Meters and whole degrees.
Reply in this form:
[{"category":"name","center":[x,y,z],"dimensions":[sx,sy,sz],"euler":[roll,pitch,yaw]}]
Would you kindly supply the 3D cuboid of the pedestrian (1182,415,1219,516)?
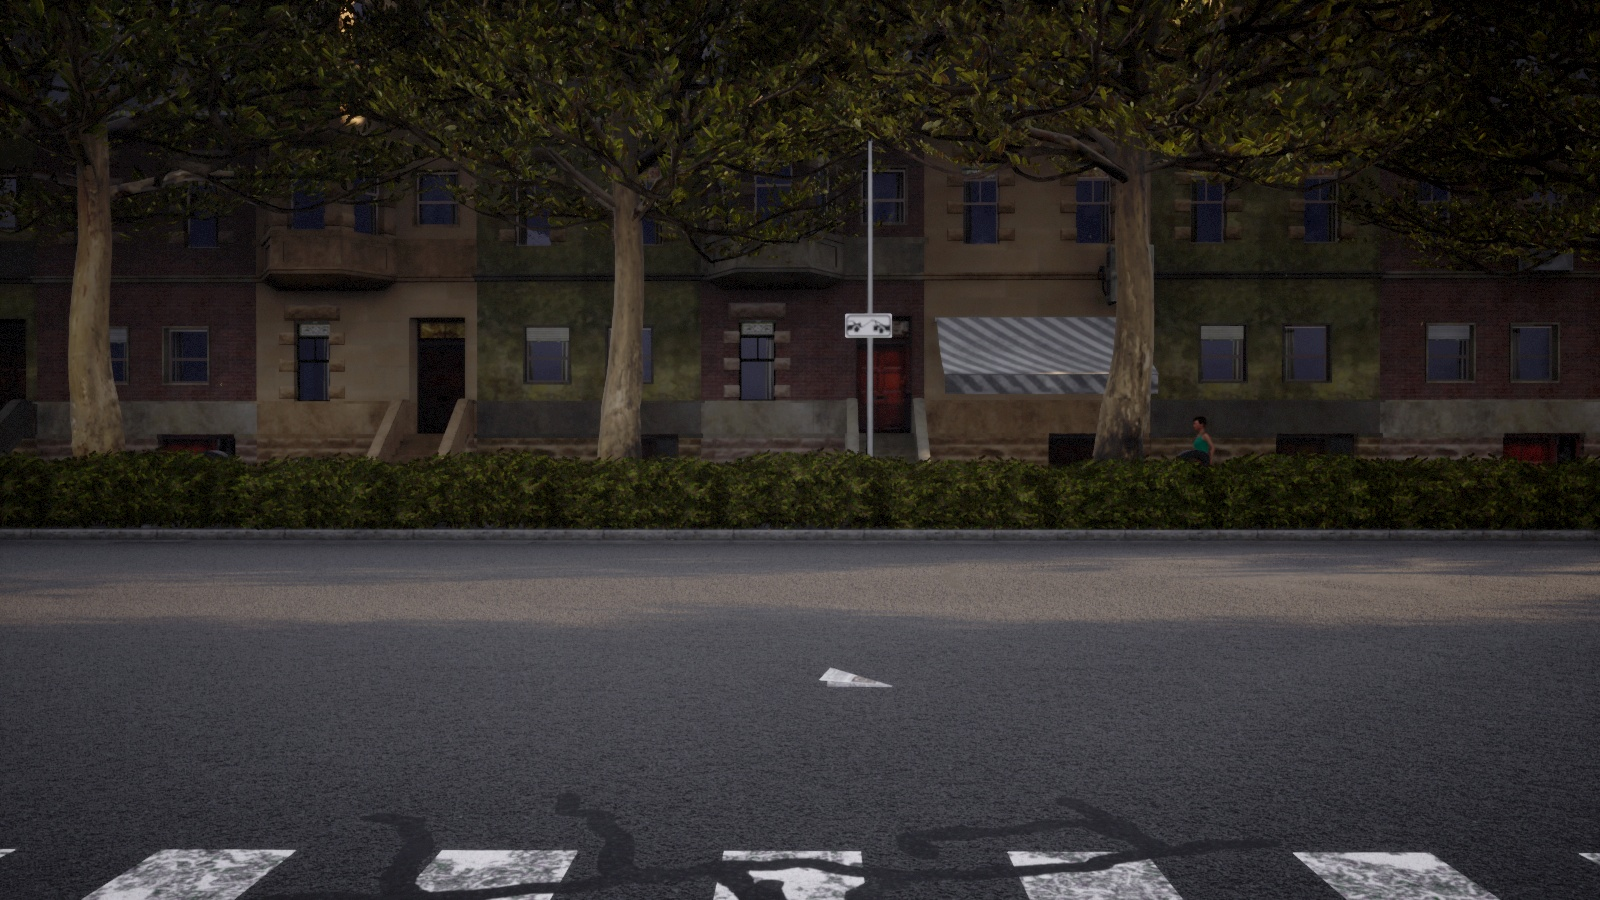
[{"category":"pedestrian","center":[7.335,0.279,22.996],"dimensions":[0.594,1.836,0.345],"euler":[0,0,7]}]
